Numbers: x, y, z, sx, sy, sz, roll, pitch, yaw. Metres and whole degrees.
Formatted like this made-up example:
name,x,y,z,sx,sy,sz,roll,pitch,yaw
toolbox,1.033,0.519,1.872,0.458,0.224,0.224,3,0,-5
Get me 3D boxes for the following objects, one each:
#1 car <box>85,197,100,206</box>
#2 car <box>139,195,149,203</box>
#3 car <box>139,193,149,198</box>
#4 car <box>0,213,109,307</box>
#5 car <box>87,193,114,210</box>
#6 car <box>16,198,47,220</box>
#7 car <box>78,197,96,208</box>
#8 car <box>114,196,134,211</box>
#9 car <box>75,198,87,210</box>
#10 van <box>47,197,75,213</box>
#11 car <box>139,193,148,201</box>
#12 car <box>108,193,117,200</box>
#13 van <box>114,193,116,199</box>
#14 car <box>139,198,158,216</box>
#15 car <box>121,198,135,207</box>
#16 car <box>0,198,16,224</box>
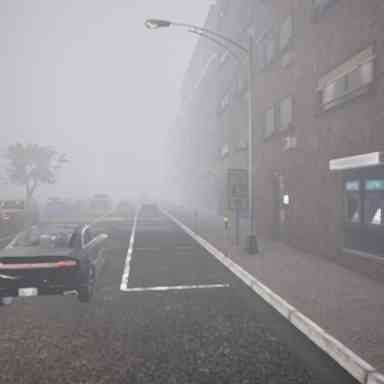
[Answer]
name,x,y,z,sx,sy,sz,roll,pitch,yaw
car,-15.997,1.574,53.596,1.802,1.307,4.206,1,0,-9
car,-10.319,1.410,71.643,1.967,1.590,4.097,1,0,-9
car,-9.453,1.416,66.065,1.967,1.590,4.097,1,0,-9
car,-3.170,1.494,8.073,2.128,1.511,4.902,0,0,-9
car,-11.536,1.222,42.365,2.150,2.045,5.566,0,0,-9
car,-10.792,1.323,20.119,2.192,1.841,5.009,0,0,-9
car,-15.104,1.523,47.848,1.752,1.417,4.829,1,0,-9
car,-8.287,1.526,41.421,1.812,1.442,4.674,0,0,-9
car,-14.263,1.583,42.437,1.802,1.307,4.206,0,0,-9
van,-12.527,1.348,31.278,1.690,1.788,3.998,0,0,-9
car,-12.052,1.269,82.801,2.192,1.841,5.009,1,0,-9
car,-22.064,1.253,92.652,2.192,1.841,5.009,1,0,-9
van,-20.330,1.299,81.493,1.690,1.788,3.998,1,0,-9
car,-4.250,1.554,32.584,2.008,1.369,4.403,0,0,-9
car,-9.864,1.593,51.302,1.895,1.301,4.718,0,0,-8
car,-9.925,1.322,14.539,2.192,1.841,5.009,0,0,-9
